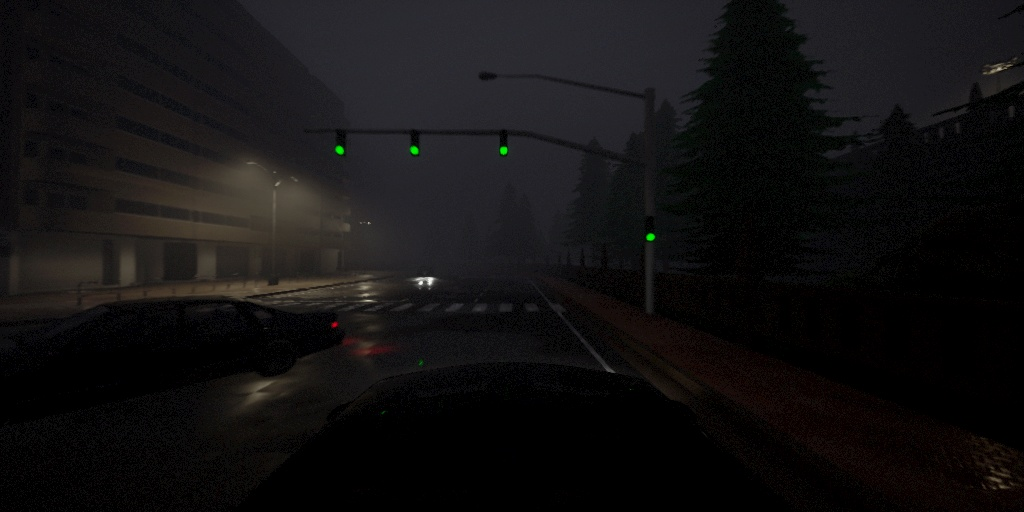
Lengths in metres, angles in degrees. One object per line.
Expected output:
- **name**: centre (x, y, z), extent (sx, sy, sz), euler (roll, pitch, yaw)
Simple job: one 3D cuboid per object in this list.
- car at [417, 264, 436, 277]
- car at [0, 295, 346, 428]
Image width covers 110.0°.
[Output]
- **car**: centre (-10.084, 1.729, 42.648), extent (2.128, 1.511, 4.902), euler (0, 0, -7)
- **car**: centre (-5.433, 1.348, 5.450), extent (2.033, 1.411, 5.357), euler (0, -1, 34)
